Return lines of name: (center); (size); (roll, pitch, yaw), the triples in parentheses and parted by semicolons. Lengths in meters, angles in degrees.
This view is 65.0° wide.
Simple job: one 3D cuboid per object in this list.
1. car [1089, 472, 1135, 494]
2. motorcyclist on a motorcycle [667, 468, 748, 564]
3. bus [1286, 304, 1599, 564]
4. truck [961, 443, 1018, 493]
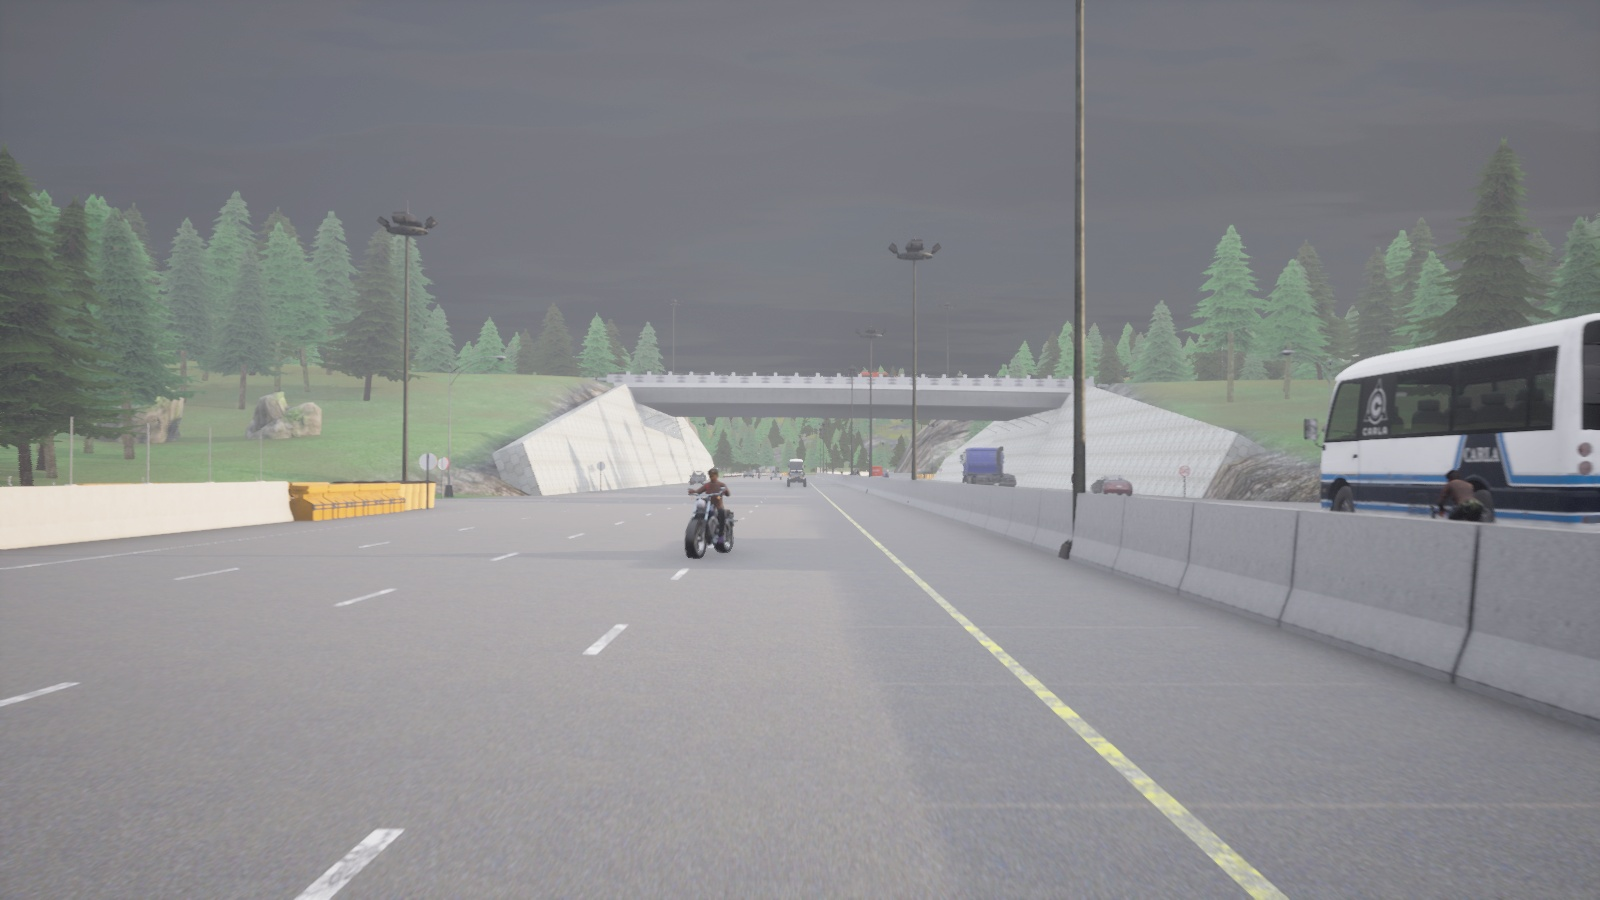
car: (20.797, 2.199, 83.878); (1.994, 1.385, 4.181); (0, -1, 0)
motorcyclist on a motorcycle: (-1.648, 1.153, 22.822); (0.766, 1.649, 2.350); (-1, -1, 14)
bus: (13.932, -0.188, 25.686); (3.944, 4.253, 10.273); (0, -1, 0)
truck: (13.774, 1.314, 91.775); (2.891, 3.462, 7.936); (0, -1, 0)
